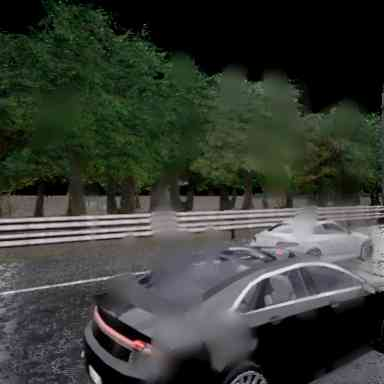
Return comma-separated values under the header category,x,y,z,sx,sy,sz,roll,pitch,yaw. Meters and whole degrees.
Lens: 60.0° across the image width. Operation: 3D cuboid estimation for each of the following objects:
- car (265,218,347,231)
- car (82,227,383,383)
category,x,y,z,sx,sy,sz,roll,pitch,yaw
car,3.930,1.566,10.724,4.674,1.442,1.812,0,0,-35
car,1.091,1.505,4.480,4.902,1.511,2.128,0,0,-35
